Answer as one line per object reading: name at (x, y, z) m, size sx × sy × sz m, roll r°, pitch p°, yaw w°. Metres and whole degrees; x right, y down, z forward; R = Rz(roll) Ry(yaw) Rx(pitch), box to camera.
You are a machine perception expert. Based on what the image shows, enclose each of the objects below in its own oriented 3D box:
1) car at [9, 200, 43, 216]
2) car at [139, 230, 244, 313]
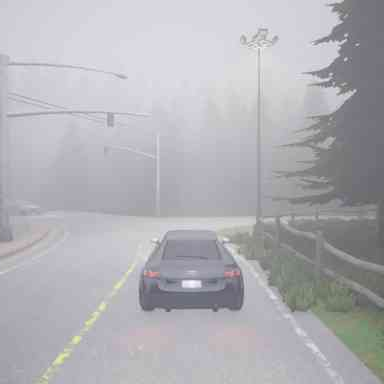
car at (-16.634, 1.525, 32.517) m, size 4.674 × 1.442 × 1.812 m, roll 0°, pitch 0°, yaw 32°
car at (-0.029, 1.564, 7.775) m, size 1.994 × 1.385 × 4.181 m, roll 0°, pitch 0°, yaw -1°
